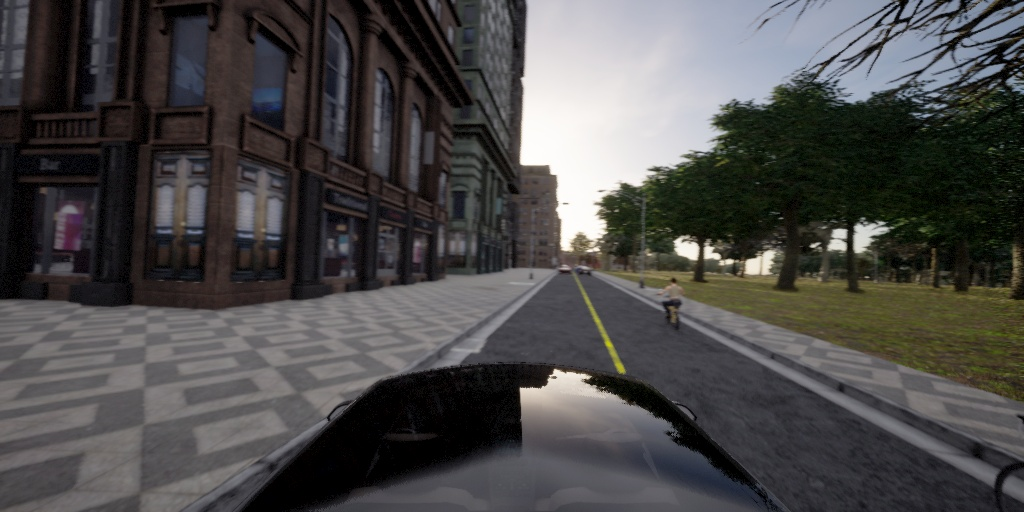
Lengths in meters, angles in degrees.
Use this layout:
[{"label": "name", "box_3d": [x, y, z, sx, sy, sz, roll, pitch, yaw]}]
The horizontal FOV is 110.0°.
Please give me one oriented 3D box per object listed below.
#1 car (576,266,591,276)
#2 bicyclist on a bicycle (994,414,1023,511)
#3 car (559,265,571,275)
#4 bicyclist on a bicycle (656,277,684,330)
[{"label": "car", "box_3d": [11.623, 2.397, 57.146, 1.812, 1.442, 4.674, 2, -1, 9]}, {"label": "bicyclist on a bicycle", "box_3d": [3.670, 1.340, 2.007, 0.582, 1.620, 1.656, 2, -1, 9]}, {"label": "car", "box_3d": [8.699, 2.264, 58.831, 1.882, 1.535, 5.008, 2, -1, 10]}, {"label": "bicyclist on a bicycle", "box_3d": [5.129, 1.486, 11.500, 0.866, 1.612, 1.509, 2, -1, 10]}]
